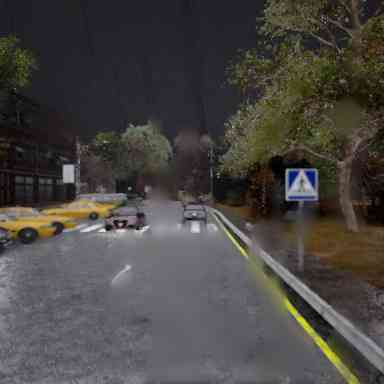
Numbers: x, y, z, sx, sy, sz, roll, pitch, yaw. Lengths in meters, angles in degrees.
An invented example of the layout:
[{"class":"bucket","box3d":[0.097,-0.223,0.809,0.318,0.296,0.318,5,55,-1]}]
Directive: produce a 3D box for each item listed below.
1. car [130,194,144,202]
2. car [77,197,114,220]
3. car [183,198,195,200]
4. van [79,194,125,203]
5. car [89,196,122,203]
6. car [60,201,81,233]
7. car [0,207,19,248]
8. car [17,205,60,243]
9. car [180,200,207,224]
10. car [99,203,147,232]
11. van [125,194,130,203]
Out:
[{"class":"car","box3d":[-10.748,1.055,61.713,2.128,1.511,4.902,0,1,-38]},{"class":"car","box3d":[-9.305,1.497,26.700,5.366,1.575,1.946,-1,0,-20]},{"class":"car","box3d":[-0.430,1.422,43.032,1.895,1.301,4.718,0,1,-6]},{"class":"van","box3d":[-9.278,1.207,32.713,4.442,1.987,1.878,-1,1,-20]},{"class":"car","box3d":[-9.155,1.468,29.769,5.008,1.535,2.097,-1,0,-20]},{"class":"car","box3d":[-8.951,1.493,17.815,5.366,1.575,1.946,-1,0,-20]},{"class":"car","box3d":[-9.140,1.494,11.749,4.892,1.521,2.231,-1,0,-20]},{"class":"car","box3d":[-8.953,1.491,14.813,5.366,1.575,1.946,-1,0,-20]},{"class":"car","box3d":[0.196,1.564,25.218,2.033,1.411,5.357,0,0,0]},{"class":"car","box3d":[-3.916,1.579,20.194,1.994,1.385,4.181,0,0,0]},{"class":"van","box3d":[-9.296,1.171,35.714,4.442,1.987,1.878,-1,1,-20]}]
